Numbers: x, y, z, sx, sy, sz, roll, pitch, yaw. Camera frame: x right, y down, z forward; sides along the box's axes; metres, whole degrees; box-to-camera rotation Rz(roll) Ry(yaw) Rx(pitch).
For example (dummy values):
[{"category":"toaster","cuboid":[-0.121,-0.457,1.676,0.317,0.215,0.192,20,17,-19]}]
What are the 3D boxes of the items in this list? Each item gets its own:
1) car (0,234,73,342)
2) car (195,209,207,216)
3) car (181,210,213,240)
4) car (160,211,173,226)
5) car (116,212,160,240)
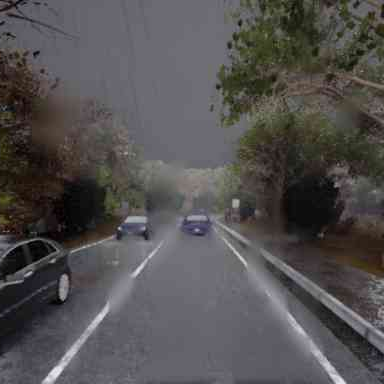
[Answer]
[{"category":"car","cuboid":[-3.556,1.554,5.531,1.837,1.490,4.892,0,0,0]},{"category":"car","cuboid":[2.277,4.810,79.584,1.837,1.490,4.892,1,-3,14]},{"category":"car","cuboid":[0.304,2.137,21.346,1.882,1.535,5.008,0,-3,1]},{"category":"car","cuboid":[-3.163,2.858,36.368,1.882,1.535,5.008,0,-3,1]},{"category":"car","cuboid":[-3.380,2.150,20.816,1.812,1.442,4.674,0,-3,1]}]
